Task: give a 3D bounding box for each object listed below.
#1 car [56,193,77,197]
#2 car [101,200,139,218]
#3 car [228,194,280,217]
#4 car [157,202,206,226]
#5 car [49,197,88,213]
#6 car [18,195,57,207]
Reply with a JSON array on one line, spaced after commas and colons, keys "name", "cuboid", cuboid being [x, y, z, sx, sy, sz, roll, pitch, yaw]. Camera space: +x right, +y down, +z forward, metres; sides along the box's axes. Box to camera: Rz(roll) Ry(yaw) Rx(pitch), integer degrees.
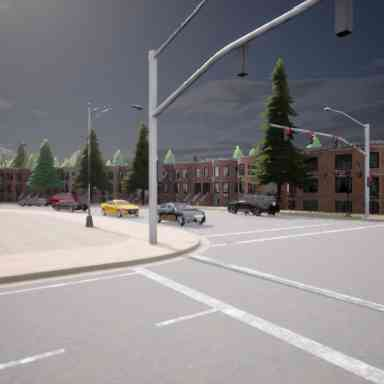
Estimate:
[{"name": "car", "cuboid": [-20.980, 1.224, 53.736, 5.566, 2.045, 2.150, 0, 0, 21]}, {"name": "car", "cuboid": [-6.732, 1.478, 30.902, 1.882, 1.535, 5.008, 0, 0, -40]}, {"name": "car", "cuboid": [5.853, 1.221, 31.980, 2.150, 2.045, 5.566, 0, 0, -34]}, {"name": "car", "cuboid": [-0.978, 1.492, 23.340, 2.128, 1.511, 4.902, 0, 0, -36]}, {"name": "car", "cuboid": [-13.904, 1.601, 37.963, 4.718, 1.301, 1.895, 0, 0, 37]}, {"name": "car", "cuboid": [-24.113, 1.547, 51.176, 5.357, 1.411, 2.033, 0, 0, 17]}]
